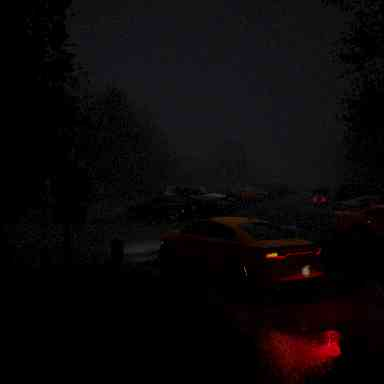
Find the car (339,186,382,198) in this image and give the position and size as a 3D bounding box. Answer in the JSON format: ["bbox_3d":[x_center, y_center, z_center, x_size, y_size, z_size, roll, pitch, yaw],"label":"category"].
[{"bbox_3d":[22.394,-0.030,44.517,5.008,1.535,2.097,1,2,24],"label":"car"}]

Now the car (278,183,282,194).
[{"bbox_3d":[10.516,-0.209,49.931,4.792,1.488,2.163,1,2,24],"label":"car"}]

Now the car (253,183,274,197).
[{"bbox_3d":[7.244,0.059,42.285,5.366,1.575,1.946,1,3,24],"label":"car"}]

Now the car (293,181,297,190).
[{"bbox_3d":[17.330,-0.793,65.120,4.892,1.521,2.231,1,2,24],"label":"car"}]

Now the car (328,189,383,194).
[{"bbox_3d":[13.131,0.835,24.414,5.366,1.575,1.946,1,3,24],"label":"car"}]

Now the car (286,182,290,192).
[{"bbox_3d":[13.880,-0.487,57.546,4.792,1.488,2.163,1,2,24],"label":"car"}]

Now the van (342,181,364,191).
[{"bbox_3d":[36.189,-1.365,74.871,4.442,1.987,1.878,1,2,24],"label":"van"}]

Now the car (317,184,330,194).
[{"bbox_3d":[22.506,-0.486,56.807,1.882,1.535,5.008,1,2,24],"label":"car"}]

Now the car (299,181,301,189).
[{"bbox_3d":[20.713,-1.197,72.721,4.553,1.767,2.185,1,2,24],"label":"car"}]

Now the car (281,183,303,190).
[{"bbox_3d":[24.162,-1.309,80.303,4.674,1.452,2.002,1,2,24],"label":"car"}]

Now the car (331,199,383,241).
[{"bbox_3d":[8.799,1.301,14.358,5.008,1.535,2.097,1,3,24],"label":"car"}]

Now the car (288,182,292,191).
[{"bbox_3d":[15.019,-0.580,60.076,4.792,1.488,2.163,1,2,24],"label":"car"}]

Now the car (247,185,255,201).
[{"bbox_3d":[3.489,0.394,34.852,5.366,1.575,1.946,1,3,24],"label":"car"}]

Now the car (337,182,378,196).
[{"bbox_3d":[25.774,-0.559,52.094,5.566,2.045,2.435,1,2,24],"label":"car"}]

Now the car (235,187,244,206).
[{"bbox_3d":[1.549,0.634,29.642,5.366,1.575,1.946,1,3,24],"label":"car"}]

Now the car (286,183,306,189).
[{"bbox_3d":[27.593,-1.566,87.859,4.792,1.488,2.163,1,2,24],"label":"car"}]

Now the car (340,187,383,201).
[{"bbox_3d":[20.144,0.193,39.462,4.792,1.488,2.163,1,2,24],"label":"car"}]

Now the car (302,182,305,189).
[{"bbox_3d":[23.015,-1.256,77.775,5.008,1.535,2.097,1,2,24],"label":"car"}]

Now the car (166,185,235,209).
[{"bbox_3d":[0.266,0.500,27.166,5.566,2.045,2.435,1,3,24],"label":"car"}]

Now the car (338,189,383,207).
[{"bbox_3d":[16.684,0.521,31.920,4.792,1.488,2.163,1,3,24],"label":"car"}]

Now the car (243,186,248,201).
[{"bbox_3d":[2.525,0.518,32.245,4.892,1.521,2.231,1,3,24],"label":"car"}]

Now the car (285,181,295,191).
[{"bbox_3d":[16.016,-0.707,62.669,5.366,1.575,1.946,1,2,24],"label":"car"}]

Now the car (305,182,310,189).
[{"bbox_3d":[26.464,-1.784,85.342,5.566,2.045,2.435,1,2,24],"label":"car"}]

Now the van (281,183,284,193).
[{"bbox_3d":[11.735,-0.555,52.417,4.442,1.987,1.878,1,2,24],"label":"van"}]

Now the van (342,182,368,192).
[{"bbox_3d":[31.641,-0.996,64.773,4.442,1.987,1.878,1,2,24],"label":"van"}]

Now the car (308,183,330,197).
[{"bbox_3d":[18.280,-0.129,47.424,2.128,1.511,4.902,1,2,24],"label":"car"}]

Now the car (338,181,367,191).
[{"bbox_3d":[34.919,-1.301,72.405,5.566,2.045,2.435,1,2,24],"label":"car"}]

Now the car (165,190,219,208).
[{"bbox_3d":[-0.894,0.867,24.658,5.008,1.535,2.097,1,3,24],"label":"car"}]

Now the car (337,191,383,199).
[{"bbox_3d":[9.969,1.060,16.862,4.553,1.767,2.185,1,3,24],"label":"car"}]

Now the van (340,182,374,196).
[{"bbox_3d":[24.557,-0.442,49.607,4.442,1.987,1.878,1,2,24],"label":"van"}]

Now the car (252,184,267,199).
[{"bbox_3d":[5.817,0.159,40.020,5.366,1.575,1.946,1,3,24],"label":"car"}]

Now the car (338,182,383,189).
[{"bbox_3d":[15.599,0.358,29.361,5.566,2.045,2.435,1,3,24],"label":"car"}]

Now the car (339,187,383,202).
[{"bbox_3d":[19.061,0.293,37.057,4.792,1.488,2.163,1,3,24],"label":"car"}]

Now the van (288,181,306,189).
[{"bbox_3d":[28.603,-1.871,90.450,4.442,1.987,1.878,1,1,24],"label":"van"}]

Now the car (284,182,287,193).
[{"bbox_3d":[12.741,-0.395,55.016,4.792,1.488,2.163,1,2,24],"label":"car"}]

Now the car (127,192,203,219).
[{"bbox_3d":[-2.064,1.012,22.144,4.792,1.488,2.163,1,3,24],"label":"car"}]

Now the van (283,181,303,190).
[{"bbox_3d":[25.192,-1.669,82.872,4.442,1.987,1.878,1,2,24],"label":"van"}]

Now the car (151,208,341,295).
[{"bbox_3d":[0.920,1.371,8.558,1.882,1.535,5.008,2,-1,-31],"label":"car"}]

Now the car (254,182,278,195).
[{"bbox_3d":[9.379,-0.269,47.398,4.553,1.767,2.185,1,2,24],"label":"car"}]

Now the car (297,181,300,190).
[{"bbox_3d":[19.433,-0.985,70.259,5.366,1.575,1.946,1,2,24],"label":"car"}]

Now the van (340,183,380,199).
[{"bbox_3d":[21.148,-0.162,42.016,4.442,1.987,1.878,1,2,24],"label":"van"}]

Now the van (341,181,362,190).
[{"bbox_3d":[38.252,-1.554,80.023,4.442,1.987,1.878,1,2,24],"label":"van"}]

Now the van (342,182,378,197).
[{"bbox_3d":[23.633,-0.346,46.987,4.442,1.987,1.878,1,2,24],"label":"van"}]

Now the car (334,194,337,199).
[{"bbox_3d":[11.000,1.103,19.304,4.792,1.488,2.163,1,3,24],"label":"car"}]

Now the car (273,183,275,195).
[{"bbox_3d":[8.205,-0.044,44.885,4.892,1.521,2.231,1,3,24],"label":"car"}]

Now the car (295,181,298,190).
[{"bbox_3d":[18.458,-0.885,67.655,4.892,1.521,2.231,1,2,24],"label":"car"}]
